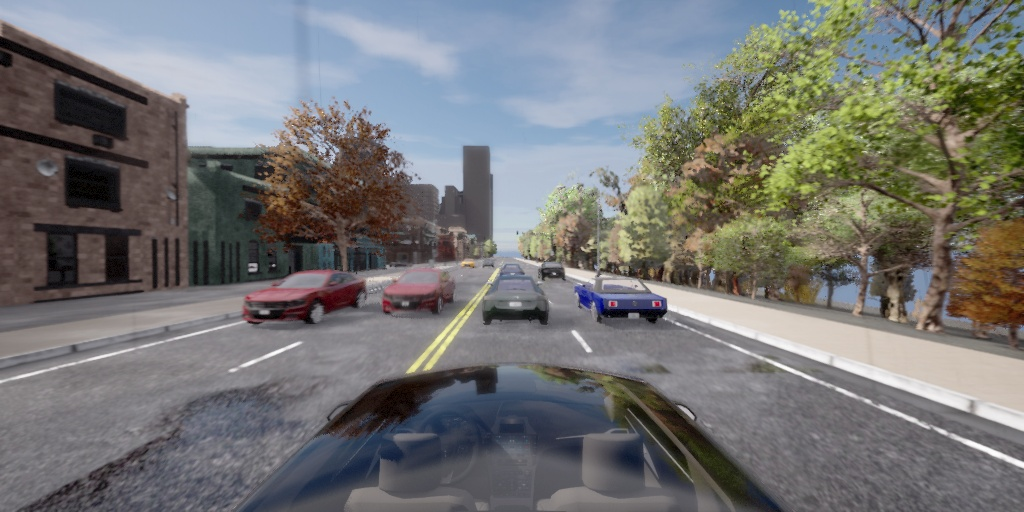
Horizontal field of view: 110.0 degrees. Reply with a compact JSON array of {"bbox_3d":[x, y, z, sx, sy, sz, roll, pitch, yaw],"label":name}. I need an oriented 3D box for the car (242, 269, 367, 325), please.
[{"bbox_3d":[-6.601,1.226,12.055,1.882,1.535,5.008,0,0,0],"label":"car"}]

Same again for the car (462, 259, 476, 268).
[{"bbox_3d":[-7.089,1.223,58.972,1.882,1.535,5.008,0,0,-1],"label":"car"}]

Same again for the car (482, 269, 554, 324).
[{"bbox_3d":[0.104,1.312,11.976,1.994,1.385,4.181,0,0,0],"label":"car"}]

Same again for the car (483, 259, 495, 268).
[{"bbox_3d":[-3.843,1.276,59.372,1.837,1.490,4.892,0,0,-1],"label":"car"}]

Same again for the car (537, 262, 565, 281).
[{"bbox_3d":[3.226,1.221,29.949,1.882,1.535,5.008,0,0,-1],"label":"car"}]

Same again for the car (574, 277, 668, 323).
[{"bbox_3d":[3.353,1.348,12.078,1.895,1.301,4.718,0,0,0],"label":"car"}]

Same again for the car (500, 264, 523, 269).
[{"bbox_3d":[-0.014,1.309,29.176,1.994,1.385,4.181,0,0,-1],"label":"car"}]

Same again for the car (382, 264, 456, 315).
[{"bbox_3d":[-3.353,1.225,13.761,1.882,1.535,5.008,0,0,0],"label":"car"}]
